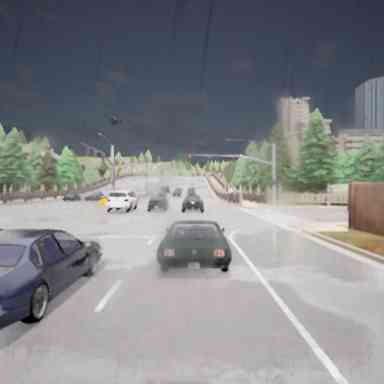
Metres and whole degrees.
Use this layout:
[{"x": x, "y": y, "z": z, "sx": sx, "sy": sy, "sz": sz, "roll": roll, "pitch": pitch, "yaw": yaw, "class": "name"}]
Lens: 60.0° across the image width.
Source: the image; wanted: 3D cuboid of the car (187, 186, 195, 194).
[{"x": -0.176, "y": -0.525, "z": 88.765, "sx": 2.033, "sy": 1.411, "sz": 5.357, "roll": 0, "pitch": 7, "yaw": 0, "class": "car"}]

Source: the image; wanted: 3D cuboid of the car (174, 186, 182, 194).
[{"x": -3.676, "y": -0.525, "z": 88.745, "sx": 2.033, "sy": 1.411, "sz": 5.357, "roll": 0, "pitch": 7, "yaw": 0, "class": "car"}]

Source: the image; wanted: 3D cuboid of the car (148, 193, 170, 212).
[{"x": -3.408, "y": 1.186, "z": 34.405, "sx": 1.837, "sy": 1.490, "sz": 4.892, "roll": 0, "pitch": 1, "yaw": 0, "class": "car"}]

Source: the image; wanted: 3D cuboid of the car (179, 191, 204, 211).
[{"x": 0.091, "y": 1.036, "z": 34.025, "sx": 2.097, "sy": 1.767, "sz": 4.553, "roll": 0, "pitch": 1, "yaw": 0, "class": "car"}]

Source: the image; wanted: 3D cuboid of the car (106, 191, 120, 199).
[{"x": -17.593, "y": 0.559, "z": 74.159, "sx": 1.882, "sy": 1.535, "sz": 5.008, "roll": 0, "pitch": 3, "yaw": 0, "class": "car"}]

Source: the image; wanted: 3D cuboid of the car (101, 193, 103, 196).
[{"x": -14.063, "y": 0.980, "z": 58.921, "sx": 1.812, "sy": 1.442, "sz": 4.674, "roll": 0, "pitch": 1, "yaw": 0, "class": "car"}]

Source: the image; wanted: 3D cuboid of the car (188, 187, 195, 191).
[{"x": -0.117, "y": 0.385, "z": 78.338, "sx": 2.033, "sy": 1.411, "sz": 5.357, "roll": 0, "pitch": 4, "yaw": 0, "class": "car"}]

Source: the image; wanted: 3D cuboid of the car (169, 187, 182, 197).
[{"x": -3.619, "y": 0.343, "z": 78.733, "sx": 2.128, "sy": 1.511, "sz": 4.902, "roll": 0, "pitch": 4, "yaw": 0, "class": "car"}]

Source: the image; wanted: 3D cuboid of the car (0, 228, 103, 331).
[{"x": -3.433, "y": 1.482, "z": 6.955, "sx": 2.033, "sy": 1.411, "sz": 5.357, "roll": 0, "pitch": 1, "yaw": 0, "class": "car"}]

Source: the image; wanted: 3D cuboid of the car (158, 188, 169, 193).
[{"x": -7.119, "y": 0.411, "z": 78.748, "sx": 1.895, "sy": 1.301, "sz": 4.718, "roll": 0, "pitch": 4, "yaw": 0, "class": "car"}]

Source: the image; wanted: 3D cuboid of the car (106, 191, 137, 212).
[{"x": -6.907, "y": 0.912, "z": 33.319, "sx": 2.150, "sy": 2.045, "sz": 5.566, "roll": 0, "pitch": 1, "yaw": 0, "class": "car"}]

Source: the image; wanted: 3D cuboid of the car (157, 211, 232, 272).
[{"x": 0.106, "y": 1.504, "z": 10.367, "sx": 1.895, "sy": 1.301, "sz": 4.718, "roll": 0, "pitch": 1, "yaw": 1, "class": "car"}]

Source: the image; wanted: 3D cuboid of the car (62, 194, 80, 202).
[{"x": -21.045, "y": 1.004, "z": 58.636, "sx": 2.033, "sy": 1.411, "sz": 5.357, "roll": 0, "pitch": 1, "yaw": 1, "class": "car"}]

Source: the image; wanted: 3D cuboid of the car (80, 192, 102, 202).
[{"x": -17.552, "y": 1.057, "z": 58.699, "sx": 1.895, "sy": 1.301, "sz": 4.718, "roll": 0, "pitch": 1, "yaw": 0, "class": "car"}]

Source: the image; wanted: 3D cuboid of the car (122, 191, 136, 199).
[{"x": -14.094, "y": 0.598, "z": 74.348, "sx": 2.128, "sy": 1.511, "sz": 4.902, "roll": 0, "pitch": 3, "yaw": 0, "class": "car"}]

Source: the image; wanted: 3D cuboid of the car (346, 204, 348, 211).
[{"x": 16.985, "y": 1.191, "z": 30.907, "sx": 5.008, "sy": 1.535, "sz": 1.882, "roll": -1, "pitch": 1, "yaw": 0, "class": "car"}]

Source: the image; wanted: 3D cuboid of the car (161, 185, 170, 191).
[{"x": -7.176, "y": -0.840, "z": 88.716, "sx": 2.150, "sy": 2.045, "sz": 5.566, "roll": 0, "pitch": 7, "yaw": 0, "class": "car"}]
